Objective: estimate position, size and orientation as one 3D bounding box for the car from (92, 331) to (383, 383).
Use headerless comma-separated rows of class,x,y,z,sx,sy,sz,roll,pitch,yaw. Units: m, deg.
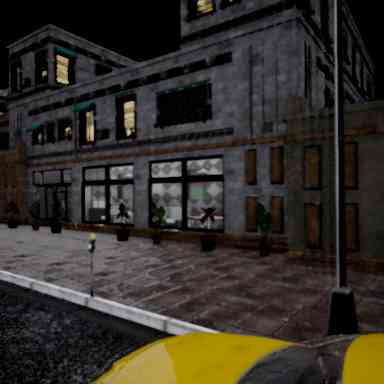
car,1.297,1.526,1.961,4.829,1.417,1.752,0,-1,35
